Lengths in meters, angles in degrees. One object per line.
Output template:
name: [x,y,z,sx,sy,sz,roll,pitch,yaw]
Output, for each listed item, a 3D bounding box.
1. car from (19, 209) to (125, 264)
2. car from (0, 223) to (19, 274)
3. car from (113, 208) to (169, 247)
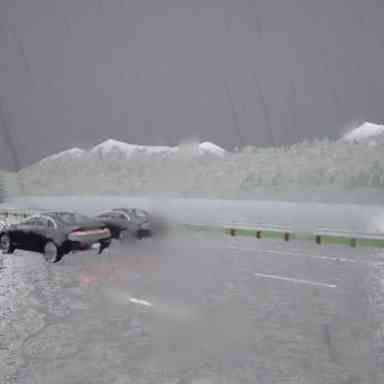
car: [-4.960,1.467,11.790,4.902,1.511,2.128,0,0,36]
car: [-6.705,1.505,8.733,4.674,1.442,1.812,-1,0,35]
car: [-3.257,1.469,14.876,4.902,1.511,2.128,0,0,36]
